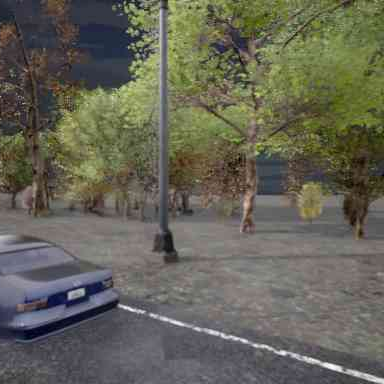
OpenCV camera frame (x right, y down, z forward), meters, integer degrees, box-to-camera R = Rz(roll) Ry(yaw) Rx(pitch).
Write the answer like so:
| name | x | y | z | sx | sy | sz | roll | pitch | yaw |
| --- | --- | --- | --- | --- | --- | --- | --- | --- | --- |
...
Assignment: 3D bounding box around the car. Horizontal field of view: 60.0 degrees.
| name | x | y | z | sx | sy | sz | roll | pitch | yaw |
| --- | --- | --- | --- | --- | --- | --- | --- | --- | --- |
| car | -3.749 | 1.556 | 6.362 | 5.357 | 1.411 | 2.033 | 0 | 0 | 35 |
